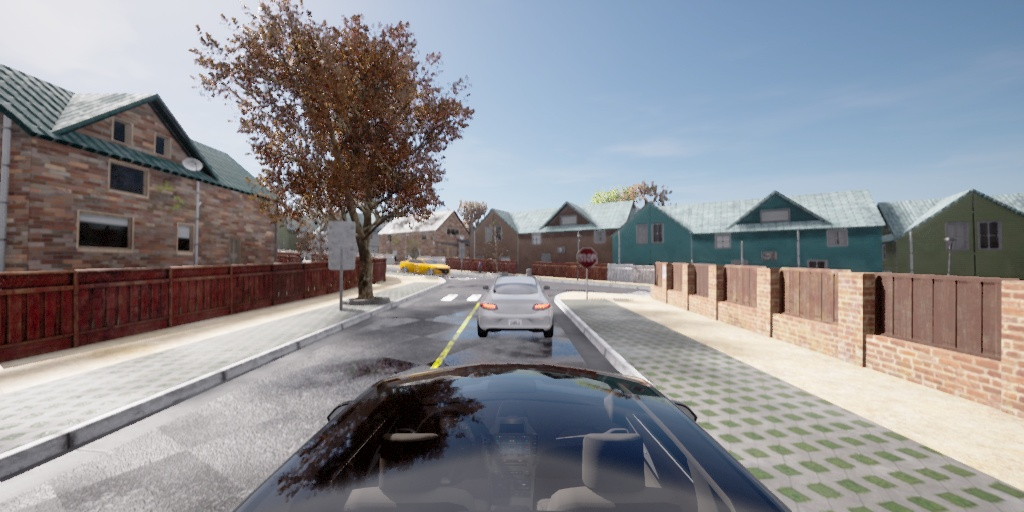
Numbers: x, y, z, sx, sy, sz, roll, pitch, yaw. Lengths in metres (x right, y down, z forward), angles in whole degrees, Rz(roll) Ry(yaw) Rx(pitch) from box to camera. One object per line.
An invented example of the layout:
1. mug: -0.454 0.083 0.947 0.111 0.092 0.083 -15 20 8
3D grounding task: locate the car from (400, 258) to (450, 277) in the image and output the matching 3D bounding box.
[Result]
1. car: -7.613 0.940 31.341 5.008 1.535 1.882 2 0 32

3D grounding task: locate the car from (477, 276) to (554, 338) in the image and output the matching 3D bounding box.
1. car: 0.116 1.269 10.066 1.812 1.442 4.674 0 0 1

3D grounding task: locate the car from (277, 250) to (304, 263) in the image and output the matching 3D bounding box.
1. car: -27.536 0.286 43.825 4.718 1.301 1.895 2 0 32

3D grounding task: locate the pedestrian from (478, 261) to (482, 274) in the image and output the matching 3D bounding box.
1. pedestrian: -3.146 1.075 35.458 0.375 1.300 0.375 -1 -5 32
